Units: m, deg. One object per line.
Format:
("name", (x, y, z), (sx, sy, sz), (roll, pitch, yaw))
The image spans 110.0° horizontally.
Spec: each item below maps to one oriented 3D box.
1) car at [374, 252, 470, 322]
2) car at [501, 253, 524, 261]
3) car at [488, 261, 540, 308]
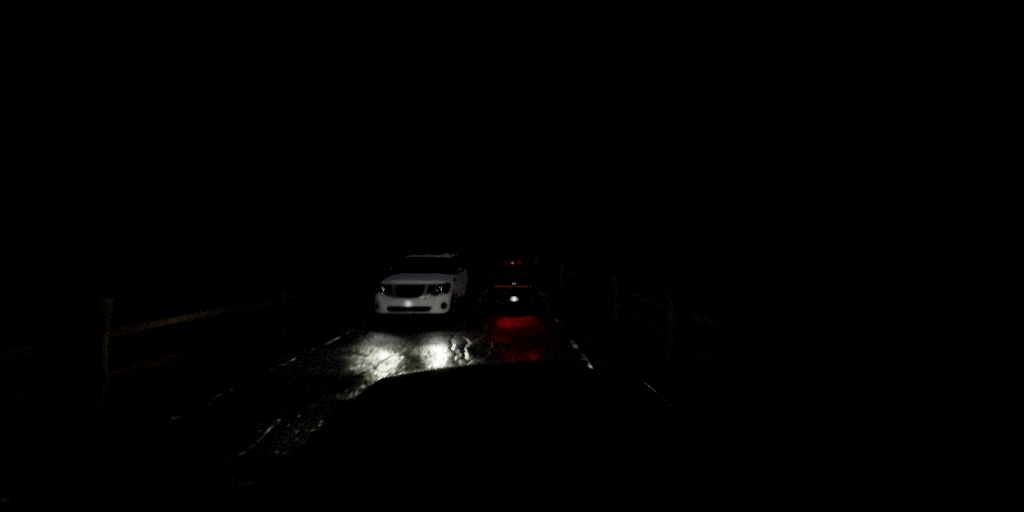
("car", (-2.762, 0.894, 12.307), (2.150, 2.045, 5.566), (0, 0, 0))
("car", (0.054, 0.721, 36.246), (2.150, 2.045, 5.566), (0, 0, 0))
("car", (0.076, 1.161, 14.517), (1.837, 1.490, 4.892), (0, 1, 0))
